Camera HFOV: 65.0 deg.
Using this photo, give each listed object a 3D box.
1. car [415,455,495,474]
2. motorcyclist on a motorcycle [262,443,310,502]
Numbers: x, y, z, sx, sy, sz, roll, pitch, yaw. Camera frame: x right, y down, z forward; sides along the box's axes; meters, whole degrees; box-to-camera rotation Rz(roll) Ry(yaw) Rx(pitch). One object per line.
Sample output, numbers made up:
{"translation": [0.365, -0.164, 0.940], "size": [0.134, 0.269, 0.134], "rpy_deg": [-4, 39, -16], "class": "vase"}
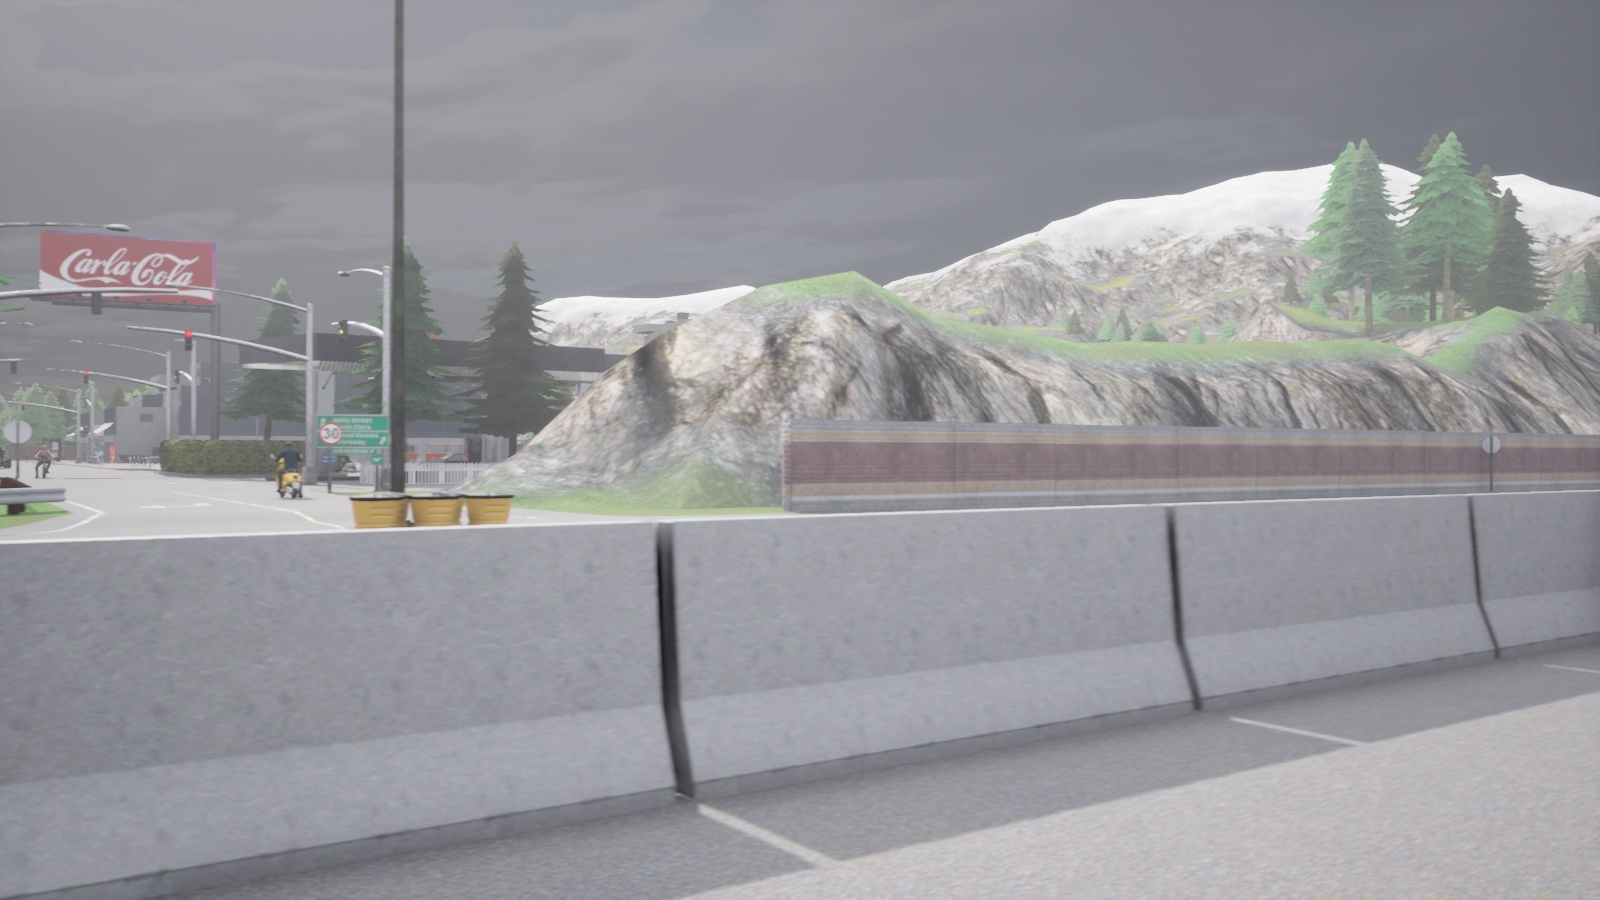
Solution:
{"translation": [-25.683, 1.072, 93.653], "size": [5.357, 1.411, 2.033], "rpy_deg": [0, 0, -35], "class": "car"}
{"translation": [-14.330, 0.618, 34.989], "size": [0.866, 1.590, 1.817], "rpy_deg": [0, 0, -36], "class": "motorcyclist on a motorcycle"}
